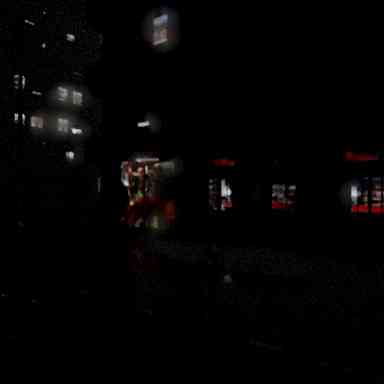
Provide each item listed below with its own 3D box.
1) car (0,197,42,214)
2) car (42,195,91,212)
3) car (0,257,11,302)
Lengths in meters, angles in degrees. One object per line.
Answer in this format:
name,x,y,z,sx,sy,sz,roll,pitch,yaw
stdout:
car,-14.883,1.082,26.665,2.008,1.369,4.403,2,2,35
car,-11.795,0.981,31.091,1.752,1.417,4.829,2,2,35
car,-5.315,1.473,6.660,4.403,1.369,2.008,1,0,35
